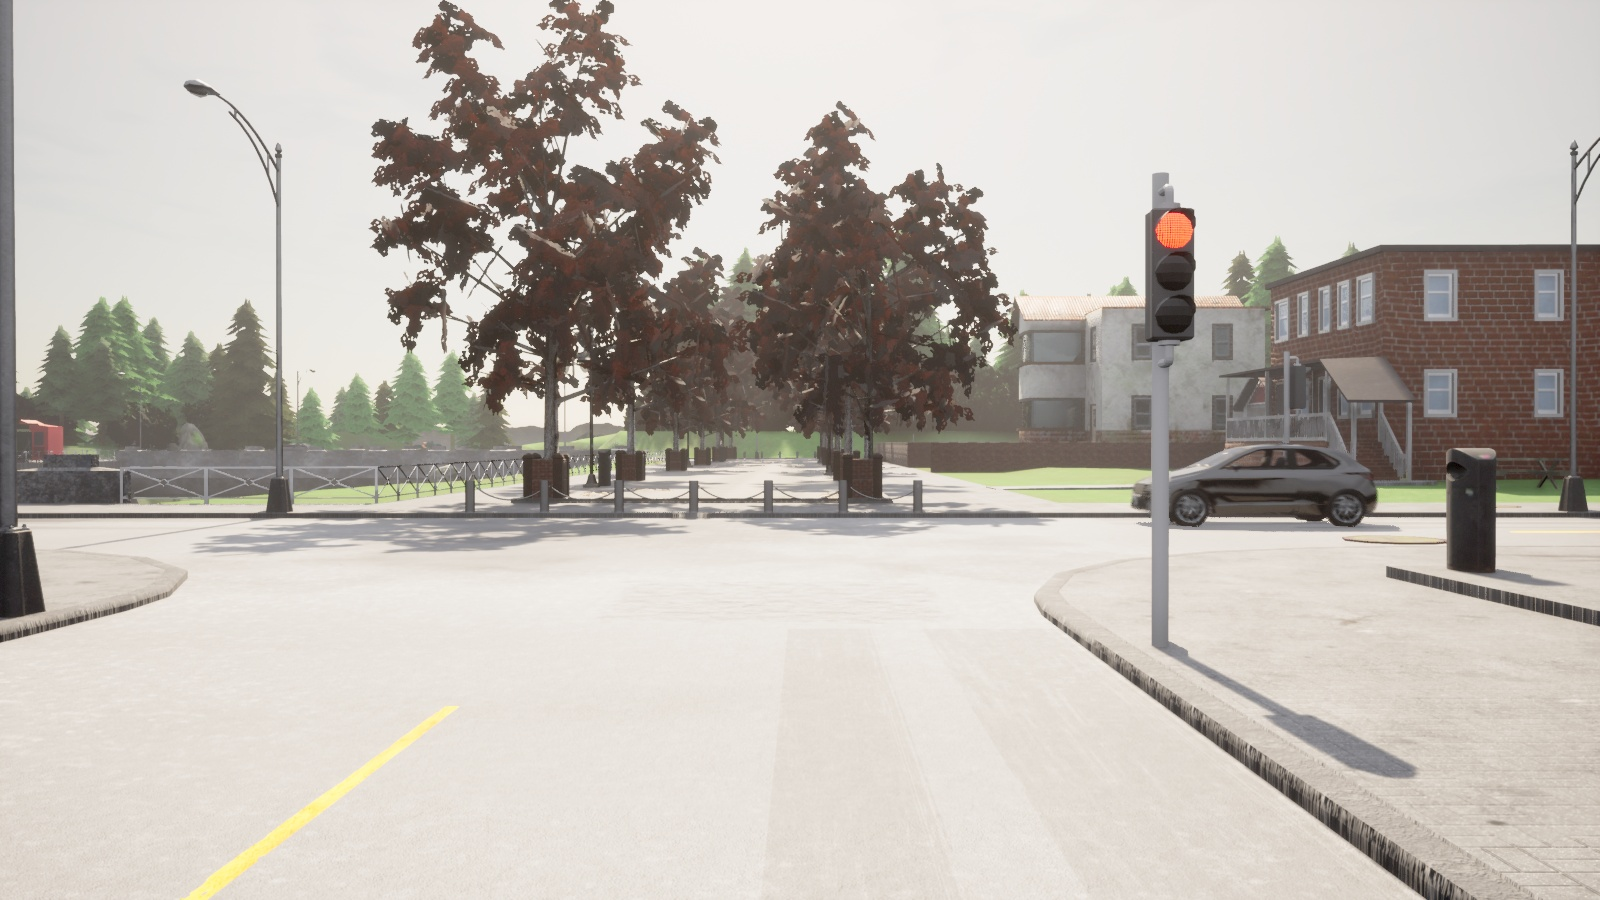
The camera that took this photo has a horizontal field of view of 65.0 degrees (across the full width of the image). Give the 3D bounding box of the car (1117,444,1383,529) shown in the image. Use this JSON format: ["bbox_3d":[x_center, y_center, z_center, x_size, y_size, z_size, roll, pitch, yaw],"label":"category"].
[{"bbox_3d":[8.106,0.637,22.875,4.193,1.474,1.816,0,0,1],"label":"car"}]
